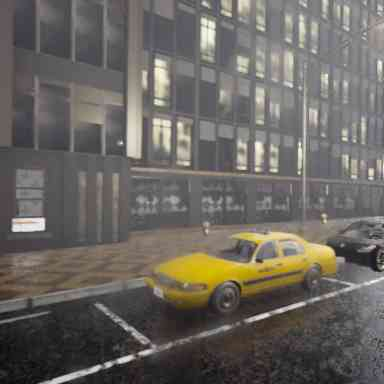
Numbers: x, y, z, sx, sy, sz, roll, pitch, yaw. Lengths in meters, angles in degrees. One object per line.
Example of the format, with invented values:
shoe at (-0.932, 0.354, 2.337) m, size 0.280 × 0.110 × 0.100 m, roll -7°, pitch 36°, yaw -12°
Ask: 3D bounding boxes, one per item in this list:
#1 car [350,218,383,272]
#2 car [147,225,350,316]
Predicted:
car at (6.009, 1.564, 10.835) m, size 4.313 × 1.339 × 1.947 m, roll 0°, pitch 1°, yaw -36°
car at (1.355, 1.525, 7.513) m, size 4.829 × 1.417 × 1.752 m, roll 0°, pitch 1°, yaw -36°
